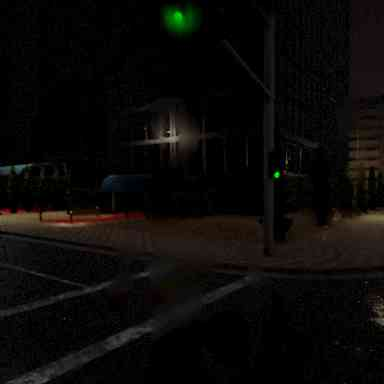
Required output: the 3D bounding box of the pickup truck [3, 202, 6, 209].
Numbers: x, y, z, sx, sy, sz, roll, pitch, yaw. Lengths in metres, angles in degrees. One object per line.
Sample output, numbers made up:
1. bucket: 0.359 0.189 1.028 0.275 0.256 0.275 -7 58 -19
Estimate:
1. pickup truck: -21.314 0.899 35.181 2.390 2.098 6.274 0 0 -24
